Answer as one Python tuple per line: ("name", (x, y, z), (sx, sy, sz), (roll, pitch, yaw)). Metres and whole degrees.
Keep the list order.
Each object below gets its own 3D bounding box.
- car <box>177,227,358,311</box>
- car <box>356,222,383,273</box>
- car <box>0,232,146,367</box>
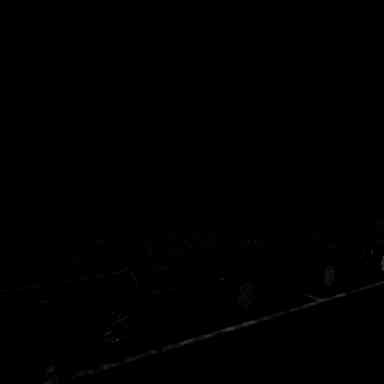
("car", (1.754, 1.613, 7.897), (4.507, 1.381, 1.887), (1, 0, -36))
("car", (6.314, 1.678, 11.150), (4.507, 1.381, 1.887), (1, 0, -36))
("car", (-2.805, 1.443, 4.644), (4.097, 1.590, 1.967), (1, 0, -36))
